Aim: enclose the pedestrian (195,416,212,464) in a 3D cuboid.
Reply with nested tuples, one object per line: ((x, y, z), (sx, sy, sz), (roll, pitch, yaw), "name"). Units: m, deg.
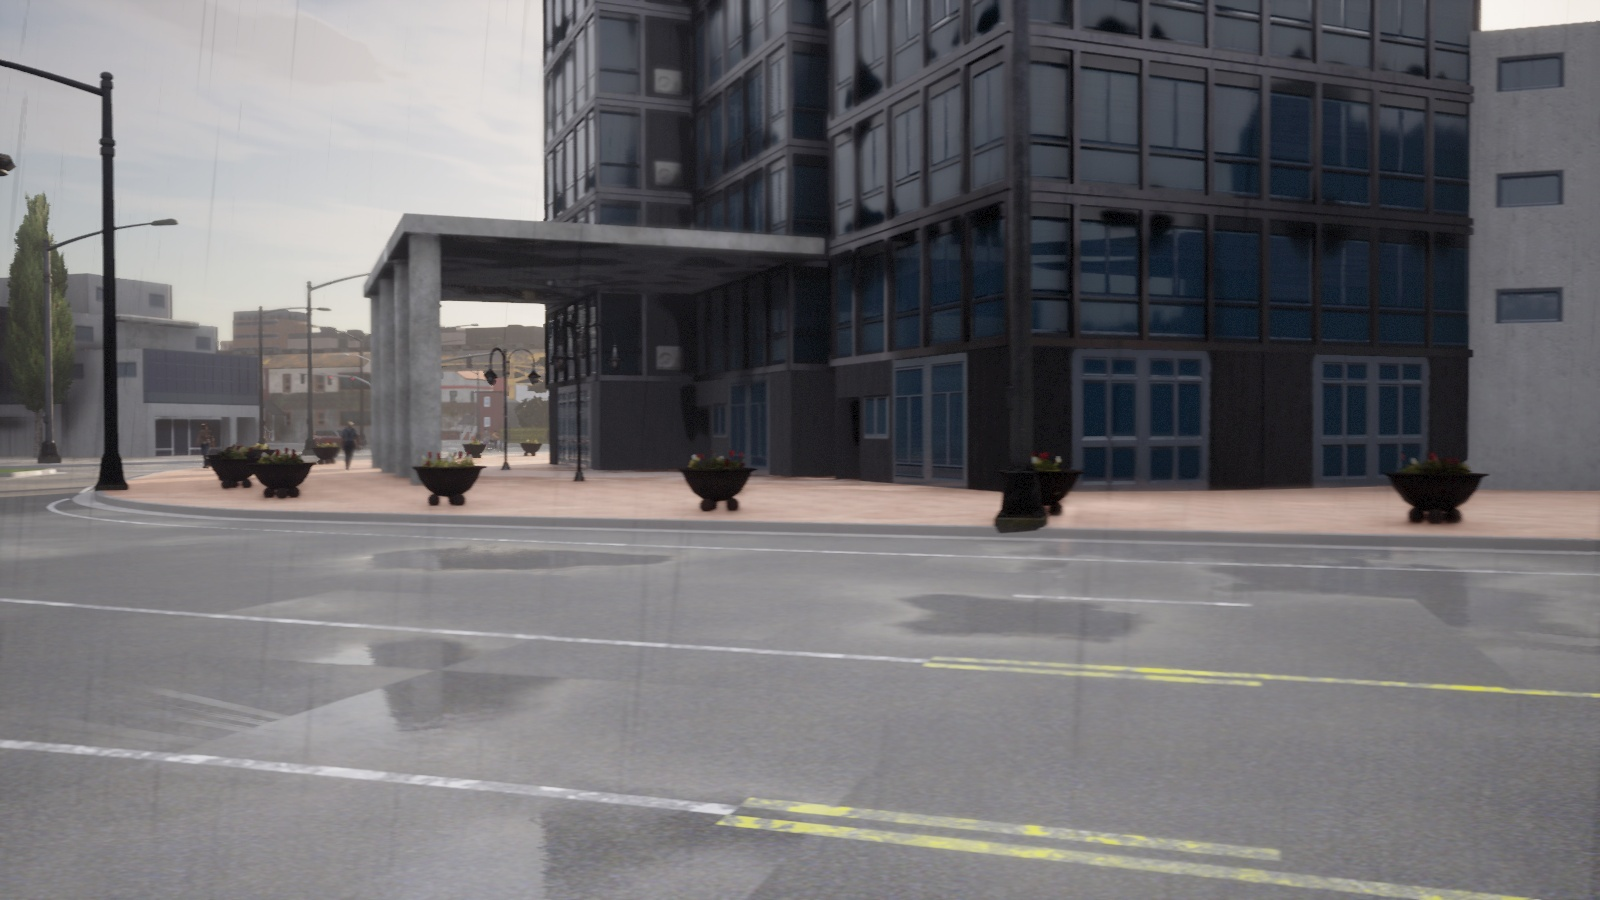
((-22.738, -0.375, 47.882), (0.328, 1.805, 0.869), (0, 1, -8), "pedestrian")

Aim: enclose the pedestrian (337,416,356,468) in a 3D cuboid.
((-16.539, -0.296, 45.820), (0.540, 1.848, 0.694), (0, 1, -10), "pedestrian")
